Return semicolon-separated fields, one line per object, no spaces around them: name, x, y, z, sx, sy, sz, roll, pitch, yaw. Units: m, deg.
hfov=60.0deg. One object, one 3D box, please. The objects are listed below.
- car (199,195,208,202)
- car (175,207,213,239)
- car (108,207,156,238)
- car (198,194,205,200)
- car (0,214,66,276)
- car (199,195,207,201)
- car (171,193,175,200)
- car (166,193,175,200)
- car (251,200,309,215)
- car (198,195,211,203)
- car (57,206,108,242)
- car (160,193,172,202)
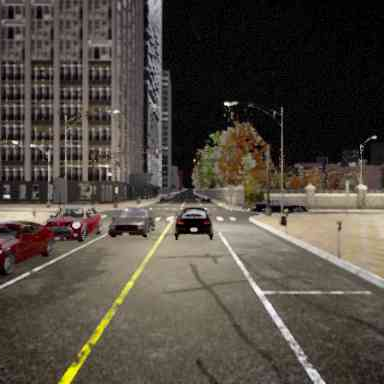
car;2.678;1.431;76.147;1.887;1.381;4.507;0;0;0
car;0.091;1.512;17.048;1.812;1.442;4.674;0;0;0
car;-3.006;1.533;17.814;2.033;1.411;5.357;0;0;0
car;2.675;1.383;92.829;1.887;1.381;4.507;0;0;0
car;-5.691;1.576;10.314;1.802;1.307;4.206;0;0;0
car;2.677;1.424;81.707;2.008;1.369;4.403;0;0;0
car;-5.850;1.297;87.213;1.967;1.590;4.097;0;0;0
car;-5.850;1.153;92.772;2.192;1.841;5.009;0;0;0
car;8.475;1.480;32.446;5.357;1.411;2.033;0;0;2
car;2.740;1.473;65.032;1.947;1.339;4.313;0;0;0
car;-5.692;1.428;16.007;1.967;1.590;4.097;0;0;0
car;-5.847;1.463;70.529;1.947;1.339;4.313;0;0;0
